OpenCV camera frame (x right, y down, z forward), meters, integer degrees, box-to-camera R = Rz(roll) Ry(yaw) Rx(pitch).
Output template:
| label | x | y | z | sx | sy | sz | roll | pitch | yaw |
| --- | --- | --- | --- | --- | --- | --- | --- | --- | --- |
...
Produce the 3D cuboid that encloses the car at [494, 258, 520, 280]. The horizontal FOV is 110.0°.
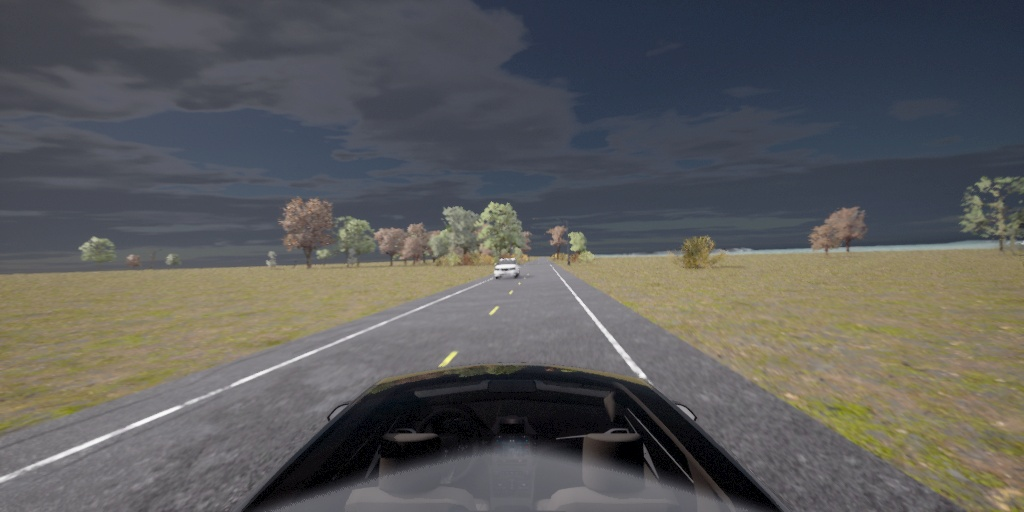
| label | x | y | z | sx | sy | sz | roll | pitch | yaw |
| --- | --- | --- | --- | --- | --- | --- | --- | --- | --- |
| car | -0.437 | 1.262 | 36.738 | 2.150 | 2.045 | 5.566 | -3 | 0 | 6 |
